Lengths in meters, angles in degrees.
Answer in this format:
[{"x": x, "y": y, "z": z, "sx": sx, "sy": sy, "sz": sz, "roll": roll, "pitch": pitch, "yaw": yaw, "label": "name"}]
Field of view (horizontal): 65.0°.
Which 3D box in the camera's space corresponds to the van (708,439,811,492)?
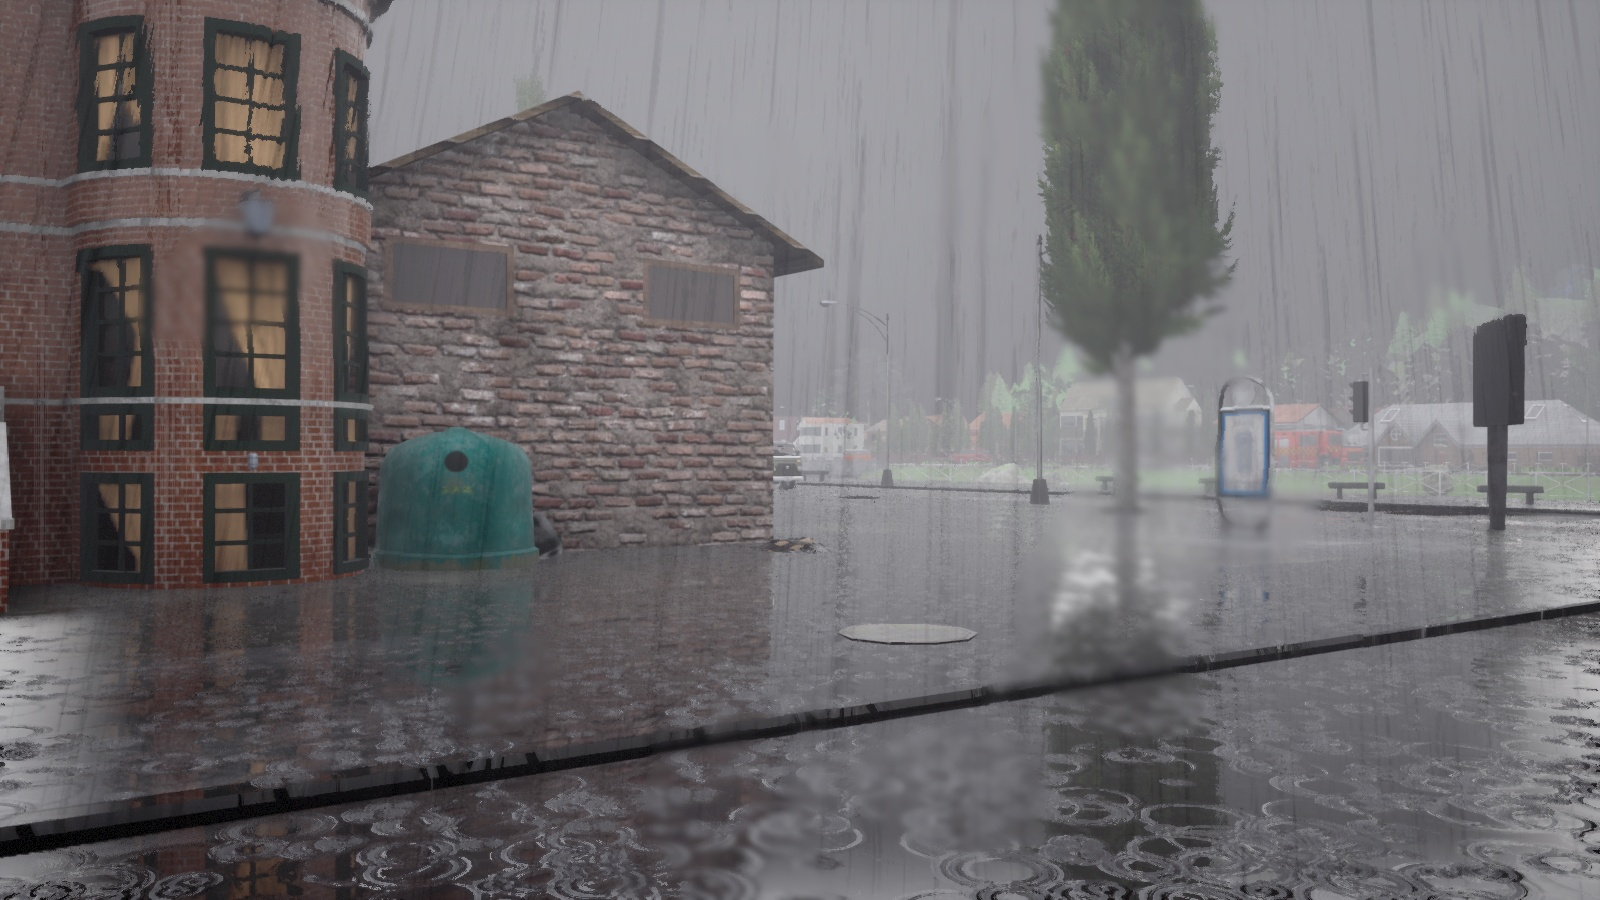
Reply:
[{"x": -1.704, "y": 0.596, "z": 50.938, "sx": 2.069, "sy": 2.038, "sz": 4.480, "roll": 0, "pitch": 0, "yaw": -35, "label": "van"}]
